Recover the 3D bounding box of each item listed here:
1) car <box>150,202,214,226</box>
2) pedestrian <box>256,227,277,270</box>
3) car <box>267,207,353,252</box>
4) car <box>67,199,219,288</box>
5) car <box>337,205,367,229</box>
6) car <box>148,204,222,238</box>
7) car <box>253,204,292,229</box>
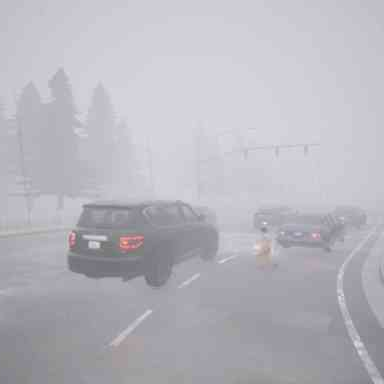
[{"bbox_3d":[-0.591,1.547,24.803,2.033,1.411,5.357,0,0,33],"label":"car"},{"bbox_3d":[2.143,1.574,9.574,0.375,1.300,0.375,0,0,26],"label":"pedestrian"},{"bbox_3d":[5.163,1.547,14.002,2.033,1.411,5.357,0,0,33],"label":"car"},{"bbox_3d":[-1.018,1.223,9.634,2.150,2.045,5.566,0,0,24],"label":"car"},{"bbox_3d":[10.176,1.564,21.766,1.994,1.385,4.181,0,0,32],"label":"car"},{"bbox_3d":[-0.230,1.505,18.896,1.837,1.490,4.892,0,0,32],"label":"car"},{"bbox_3d":[5.378,1.505,20.729,1.837,1.490,4.892,0,0,32],"label":"car"}]
